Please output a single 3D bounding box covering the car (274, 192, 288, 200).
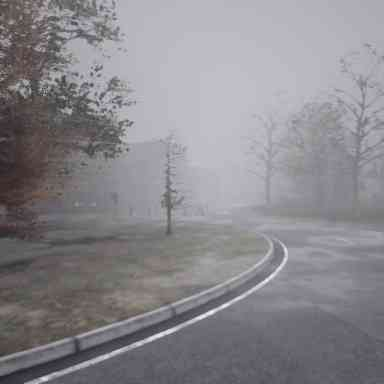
[{"bbox_3d":[22.999,1.275,87.887,2.033,1.411,5.357,-1,1,28],"label":"car"}]

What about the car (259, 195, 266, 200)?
[{"bbox_3d":[19.052,1.457,87.391,1.895,1.301,4.718,-1,1,28],"label":"car"}]
